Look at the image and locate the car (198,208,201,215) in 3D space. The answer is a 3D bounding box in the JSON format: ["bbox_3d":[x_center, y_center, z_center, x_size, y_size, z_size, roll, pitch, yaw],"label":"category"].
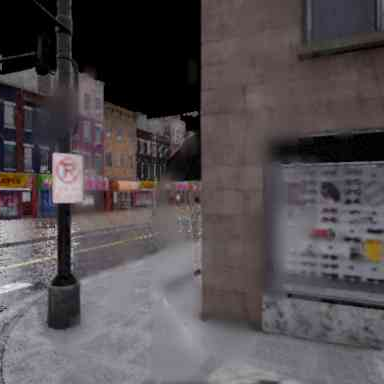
[{"bbox_3d":[2.399,1.439,29.490,2.033,1.411,5.357,0,0,25],"label":"car"}]
